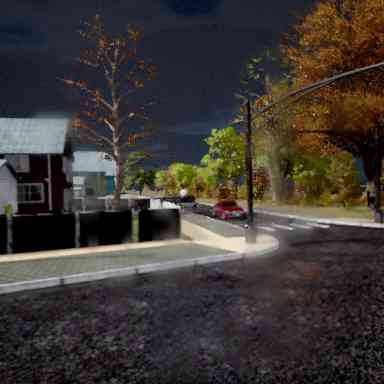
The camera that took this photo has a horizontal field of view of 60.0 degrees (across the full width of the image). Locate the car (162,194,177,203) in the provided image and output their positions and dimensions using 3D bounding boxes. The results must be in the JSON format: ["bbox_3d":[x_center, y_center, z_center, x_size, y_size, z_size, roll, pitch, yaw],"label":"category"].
[{"bbox_3d":[-4.355,1.334,61.682,2.128,1.511,4.902,-2,1,-12],"label":"car"}]

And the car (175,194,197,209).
[{"bbox_3d":[-0.665,1.405,44.517,1.812,1.442,4.674,-2,1,-12],"label":"car"}]

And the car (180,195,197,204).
[{"bbox_3d":[-0.645,1.246,57.952,1.837,1.490,4.892,-2,1,-13],"label":"car"}]

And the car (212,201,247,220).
[{"bbox_3d":[3.001,1.469,27.848,1.812,1.442,4.674,-2,1,-12],"label":"car"}]

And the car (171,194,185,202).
[{"bbox_3d":[-2.927,1.200,67.970,2.128,1.511,4.902,-2,1,-12],"label":"car"}]
